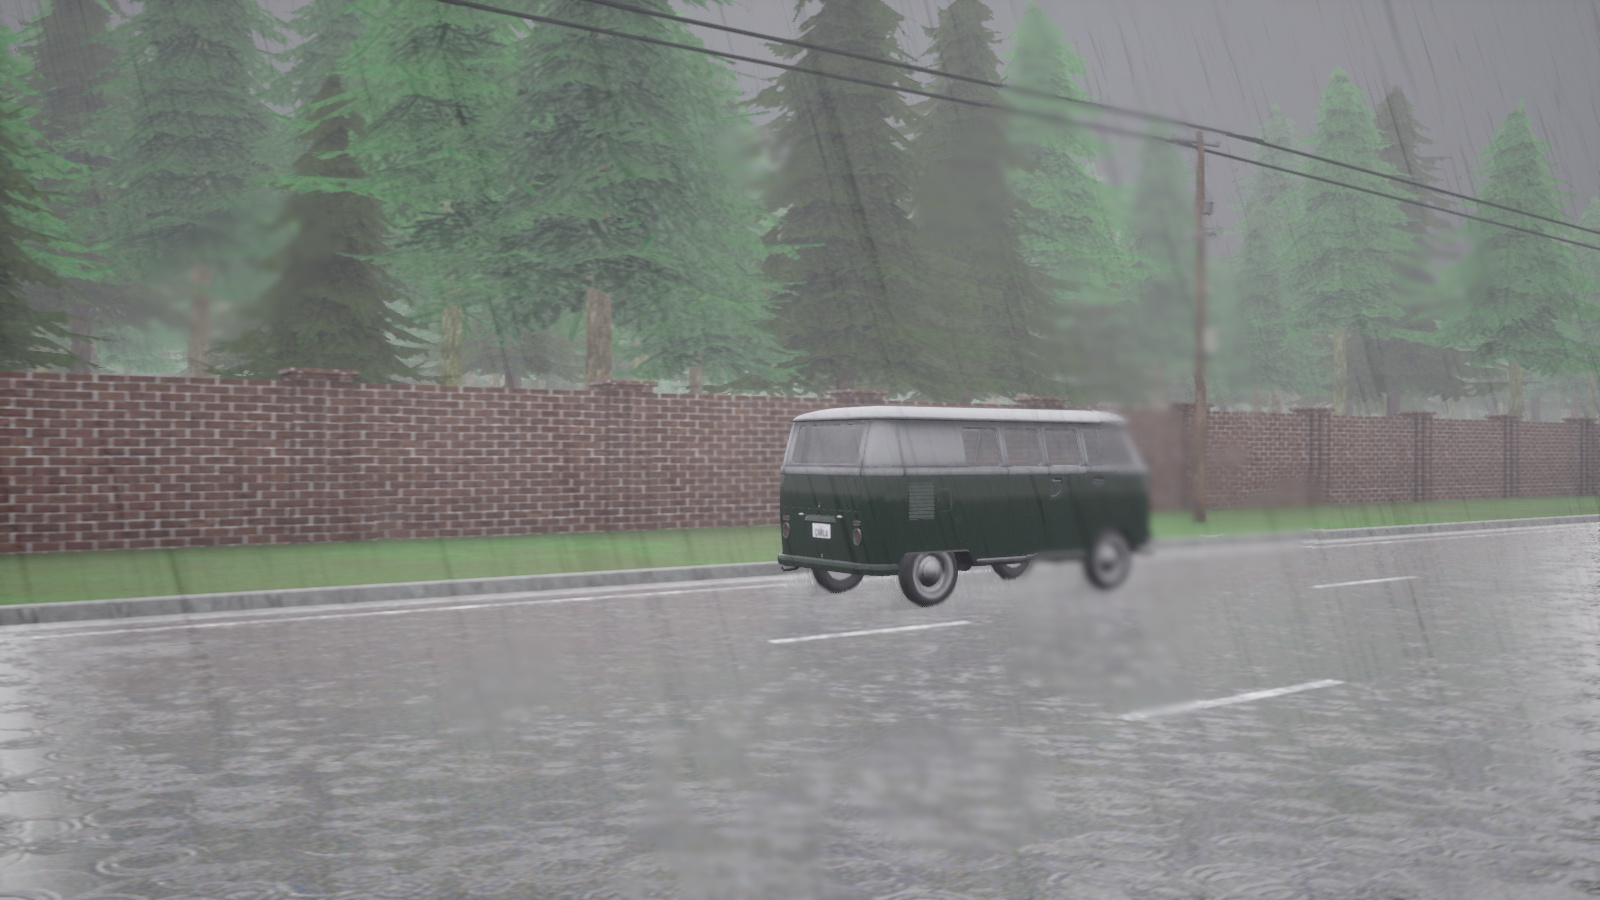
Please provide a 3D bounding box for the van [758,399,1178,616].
[{"bbox_3d":[1.896,0.527,13.508,4.442,1.987,1.775,0,0,-35],"label":"van"}]
